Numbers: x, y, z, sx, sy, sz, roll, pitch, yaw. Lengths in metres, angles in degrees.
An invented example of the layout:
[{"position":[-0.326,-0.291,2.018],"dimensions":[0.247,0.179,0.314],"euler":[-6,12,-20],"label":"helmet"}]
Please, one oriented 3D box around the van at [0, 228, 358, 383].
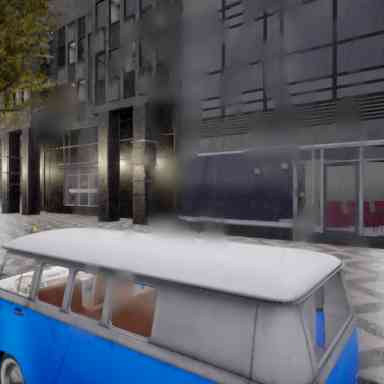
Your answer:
[{"position":[-0.500,1.341,3.321],"dimensions":[3.998,1.788,1.690],"euler":[0,0,36],"label":"van"}]
